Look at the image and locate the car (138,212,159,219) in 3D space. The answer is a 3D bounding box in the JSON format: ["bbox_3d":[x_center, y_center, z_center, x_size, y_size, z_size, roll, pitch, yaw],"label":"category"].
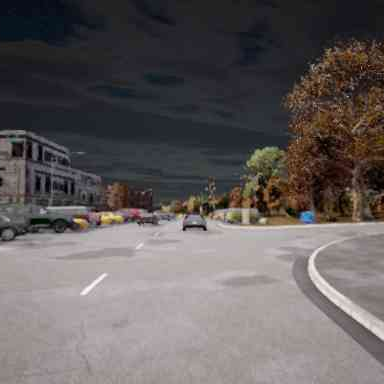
[{"bbox_3d":[-10.749,5.810,82.437,4.892,1.521,2.231,1,-4,-19],"label":"car"}]

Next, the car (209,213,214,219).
[{"bbox_3d":[6.714,4.658,64.572,5.366,1.575,1.946,2,-4,-19],"label":"car"}]

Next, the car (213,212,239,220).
[{"bbox_3d":[6.911,4.855,67.574,4.892,1.521,2.231,2,-4,-19],"label":"car"}]

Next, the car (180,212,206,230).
[{"bbox_3d":[0.223,2.564,28.843,1.994,1.385,4.181,0,-3,0],"label":"car"}]

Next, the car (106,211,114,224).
[{"bbox_3d":[-11.409,2.882,35.533,5.366,1.575,1.946,0,-3,-19],"label":"car"}]

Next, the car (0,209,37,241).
[{"bbox_3d":[-11.361,1.889,18.015,4.892,1.521,2.231,0,-2,-20],"label":"car"}]

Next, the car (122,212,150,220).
[{"bbox_3d":[-10.918,4.677,64.867,5.008,1.535,2.097,0,-4,-19],"label":"car"}]

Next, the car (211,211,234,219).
[{"bbox_3d":[6.986,5.295,76.386,4.553,1.767,2.185,2,-4,-19],"label":"car"}]

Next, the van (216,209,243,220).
[{"bbox_3d":[6.969,4.261,61.752,4.442,1.987,1.878,2,-4,-19],"label":"van"}]

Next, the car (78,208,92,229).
[{"bbox_3d":[-11.139,2.359,26.870,5.366,1.575,1.946,0,-4,-20],"label":"car"}]

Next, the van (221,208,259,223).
[{"bbox_3d":[6.564,3.170,44.036,4.442,1.987,1.878,2,-3,-19],"label":"van"}]

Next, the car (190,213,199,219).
[{"bbox_3d":[0.569,5.203,72.132,1.994,1.385,4.181,0,-4,1],"label":"car"}]

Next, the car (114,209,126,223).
[{"bbox_3d":[-11.347,3.232,41.383,5.366,1.575,1.946,0,-3,-19],"label":"car"}]

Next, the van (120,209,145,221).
[{"bbox_3d":[-11.066,4.266,61.911,4.442,1.987,1.878,0,-4,-19],"label":"van"}]

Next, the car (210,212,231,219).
[{"bbox_3d":[7.100,5.833,82.275,4.792,1.488,2.163,2,-4,-19],"label":"car"}]

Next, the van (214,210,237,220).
[{"bbox_3d":[7.059,4.822,70.570,4.442,1.987,1.878,2,-4,-19],"label":"van"}]

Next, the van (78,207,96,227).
[{"bbox_3d":[-11.183,2.312,29.794,4.442,1.987,1.878,0,-4,-20],"label":"van"}]

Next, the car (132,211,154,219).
[{"bbox_3d":[-10.864,5.114,73.652,4.553,1.767,2.185,1,-4,-19],"label":"car"}]

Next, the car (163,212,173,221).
[{"bbox_3d":[-4.666,4.160,55.317,1.994,1.385,4.181,0,-4,1],"label":"car"}]

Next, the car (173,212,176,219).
[{"bbox_3d":[-4.450,5.044,70.369,1.837,1.490,4.892,0,-4,1],"label":"car"}]

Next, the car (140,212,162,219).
[{"bbox_3d":[-10.849,6.184,88.222,5.366,1.575,1.946,1,-4,-19],"label":"car"}]

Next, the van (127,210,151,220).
[{"bbox_3d":[-10.789,4.639,67.853,4.442,1.987,1.878,1,-4,-19],"label":"van"}]

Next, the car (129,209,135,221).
[{"bbox_3d":[-11.102,3.590,47.301,4.892,1.521,2.231,0,-3,-19],"label":"car"}]

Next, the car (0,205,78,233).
[{"bbox_3d":[-11.313,1.937,23.900,5.566,2.045,2.435,0,-3,-20],"label":"car"}]

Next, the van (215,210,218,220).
[{"bbox_3d":[6.690,3.887,55.790,4.442,1.987,1.878,2,-3,-19],"label":"van"}]

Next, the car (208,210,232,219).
[{"bbox_3d":[7.083,5.742,85.204,5.566,2.045,2.435,2,-4,-19],"label":"car"}]

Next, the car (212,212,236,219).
[{"bbox_3d":[7.009,5.262,73.458,4.792,1.488,2.163,2,-4,-19],"label":"car"}]

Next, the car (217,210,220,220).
[{"bbox_3d":[6.738,3.794,49.937,4.674,1.452,2.002,2,-3,-19],"label":"car"}]

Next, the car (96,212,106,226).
[{"bbox_3d":[-11.289,2.740,32.651,4.792,1.488,2.163,0,-3,-19],"label":"car"}]

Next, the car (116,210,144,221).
[{"bbox_3d":[-10.958,4.183,59.028,4.553,1.767,2.185,0,-3,-19],"label":"car"}]

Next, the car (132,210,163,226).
[{"bbox_3d":[-4.895,3.052,37.308,2.033,1.411,5.357,0,-3,1],"label":"car"}]

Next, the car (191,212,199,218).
[{"bbox_3d":[0.675,5.639,82.131,1.837,1.490,4.892,0,-4,1],"label":"car"}]

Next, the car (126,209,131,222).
[{"bbox_3d":[-11.108,3.442,44.378,4.792,1.488,2.163,0,-4,-19],"label":"car"}]
